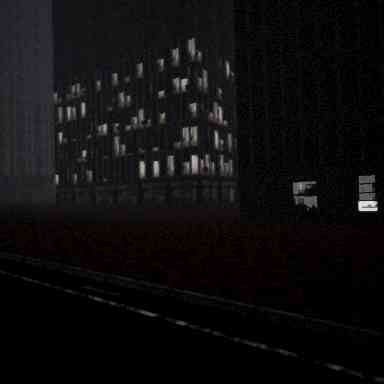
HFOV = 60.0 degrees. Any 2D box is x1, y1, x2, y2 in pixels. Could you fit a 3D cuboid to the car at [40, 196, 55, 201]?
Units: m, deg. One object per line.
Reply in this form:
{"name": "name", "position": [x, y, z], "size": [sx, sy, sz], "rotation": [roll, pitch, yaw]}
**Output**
{"name": "car", "position": [-35.822, 1.608, 83.042], "size": [1.967, 1.590, 4.097], "rotation": [-2, -1, 35]}

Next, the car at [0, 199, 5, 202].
{"name": "car", "position": [-38.754, 1.556, 64.759], "size": [1.802, 1.307, 4.206], "rotation": [-2, -1, 35]}
